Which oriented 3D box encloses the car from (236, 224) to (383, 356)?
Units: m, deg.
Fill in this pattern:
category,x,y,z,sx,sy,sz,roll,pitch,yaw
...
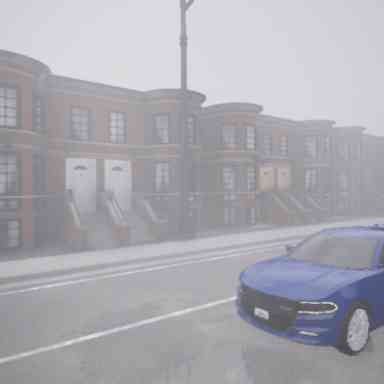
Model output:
category,x,y,z,sx,sy,sz,roll,pitch,yaw
car,3.009,1.413,6.160,5.008,1.535,1.882,-1,0,-36
